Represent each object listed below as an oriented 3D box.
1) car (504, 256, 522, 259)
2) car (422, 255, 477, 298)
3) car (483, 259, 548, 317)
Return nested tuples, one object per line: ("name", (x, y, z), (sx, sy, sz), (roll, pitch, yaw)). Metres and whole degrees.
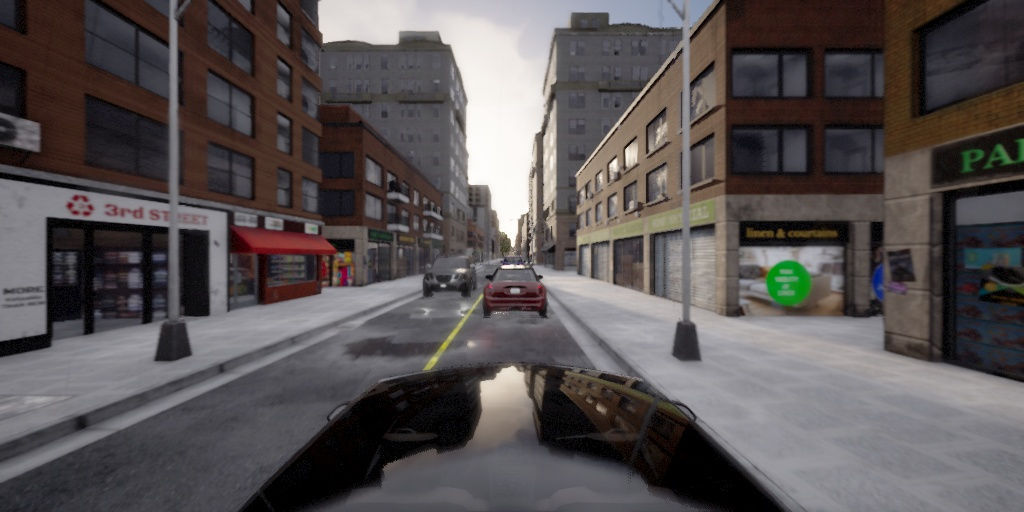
("car", (0.104, 1.004, 33.697), (2.150, 2.045, 5.566), (0, 0, 0))
("car", (-3.097, 0.986, 18.936), (2.150, 2.045, 5.566), (0, 0, 0))
("car", (0.102, 1.110, 13.298), (2.097, 1.767, 4.553), (0, 0, 0))
